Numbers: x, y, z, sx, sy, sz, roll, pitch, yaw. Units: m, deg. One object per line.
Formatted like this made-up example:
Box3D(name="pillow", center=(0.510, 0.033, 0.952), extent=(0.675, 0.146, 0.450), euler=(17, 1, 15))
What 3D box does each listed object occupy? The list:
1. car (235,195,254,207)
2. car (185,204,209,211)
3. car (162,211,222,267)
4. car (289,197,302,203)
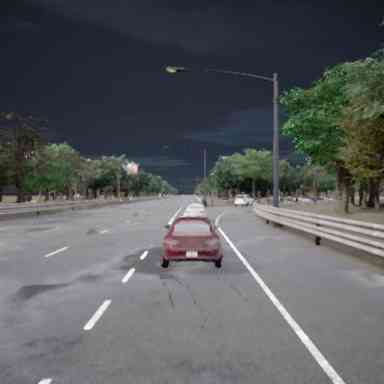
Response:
Box3D(name="car", center=(9.383, 1.546, 58.943), extent=(2.150, 2.045, 5.566), euler=(0, 0, 27))
Box3D(name="car", center=(0.399, 1.687, 27.228), extent=(1.812, 1.442, 4.674), euler=(0, 0, 5))
Box3D(name="car", center=(-0.003, 1.592, 11.615), extent=(1.812, 1.442, 4.674), euler=(0, 0, 0))
Box3D(name="car", center=(25.169, 1.924, 80.699), extent=(1.812, 1.442, 4.674), euler=(0, 0, 43))
